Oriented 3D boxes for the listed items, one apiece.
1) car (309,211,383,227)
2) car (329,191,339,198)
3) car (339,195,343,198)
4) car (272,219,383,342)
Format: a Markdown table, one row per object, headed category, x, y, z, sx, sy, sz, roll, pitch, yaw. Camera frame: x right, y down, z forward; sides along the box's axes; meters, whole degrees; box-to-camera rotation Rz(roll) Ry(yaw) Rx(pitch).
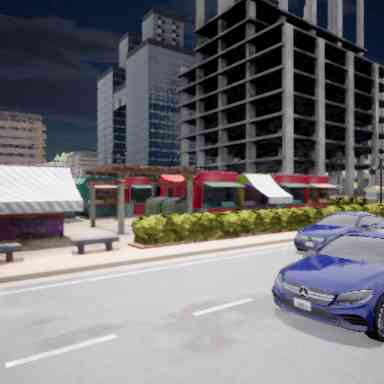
| category | x | y | z | sx | sy | sz | roll | pitch | yaw |
| --- | --- | --- | --- | --- | --- | --- | --- | --- | --- |
| car | 5.806 | 1.466 | 12.348 | 4.674 | 1.442 | 1.812 | 0 | 0 | -35 |
| car | 25.339 | 0.822 | 63.655 | 1.905 | 1.878 | 3.866 | 0 | 0 | -36 |
| car | 27.730 | 0.807 | 65.368 | 1.905 | 1.878 | 3.866 | 0 | 0 | -36 |
| car | 3.624 | 1.492 | 6.539 | 4.674 | 1.442 | 1.812 | 0 | 0 | -35 |
